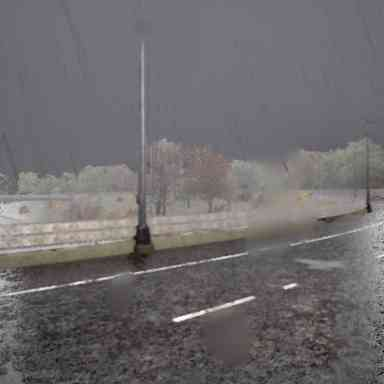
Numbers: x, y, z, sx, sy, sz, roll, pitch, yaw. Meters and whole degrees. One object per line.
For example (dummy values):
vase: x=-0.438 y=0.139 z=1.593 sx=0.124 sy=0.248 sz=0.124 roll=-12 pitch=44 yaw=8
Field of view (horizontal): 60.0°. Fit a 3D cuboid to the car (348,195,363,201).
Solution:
car: x=39.772 y=1.409 z=81.078 sx=2.097 sy=1.767 sz=4.553 roll=0 pitch=0 yaw=4
